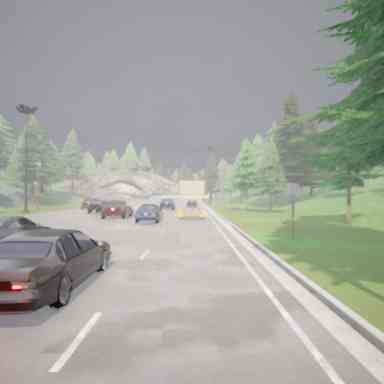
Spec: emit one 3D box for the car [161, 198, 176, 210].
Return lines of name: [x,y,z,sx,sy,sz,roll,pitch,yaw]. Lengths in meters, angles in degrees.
car: [-3.501,1.642,47.892,2.097,1.767,4.553,0,0,0]

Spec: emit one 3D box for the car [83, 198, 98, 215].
car: [-10.408,1.734,37.838,1.837,1.490,4.892,0,0,0]

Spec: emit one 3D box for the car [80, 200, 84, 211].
car: [-14.010,1.636,46.779,2.097,1.767,4.553,0,0,0]

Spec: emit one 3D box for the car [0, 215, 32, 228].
car: [-6.904,1.602,12.482,1.812,1.442,4.674,0,0,0]

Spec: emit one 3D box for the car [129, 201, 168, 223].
car: [-3.407,1.711,26.989,2.033,1.411,5.357,0,0,0]

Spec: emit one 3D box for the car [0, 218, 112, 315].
car: [-3.402,1.596,7.930,2.033,1.411,5.357,0,0,0]

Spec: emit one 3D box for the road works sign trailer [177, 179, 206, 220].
road works sign trailer: [-0.006,0.642,29.128,2.380,3.560,2.880,0,0,0]

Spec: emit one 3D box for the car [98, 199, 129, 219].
car: [-6.907,1.541,31.133,2.097,1.767,4.553,0,0,0]

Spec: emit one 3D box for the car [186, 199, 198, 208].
car: [-0.012,1.890,56.395,2.033,1.411,5.357,0,0,0]

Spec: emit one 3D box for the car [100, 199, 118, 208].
car: [-14.012,1.868,56.392,1.812,1.442,4.674,0,0,0]
